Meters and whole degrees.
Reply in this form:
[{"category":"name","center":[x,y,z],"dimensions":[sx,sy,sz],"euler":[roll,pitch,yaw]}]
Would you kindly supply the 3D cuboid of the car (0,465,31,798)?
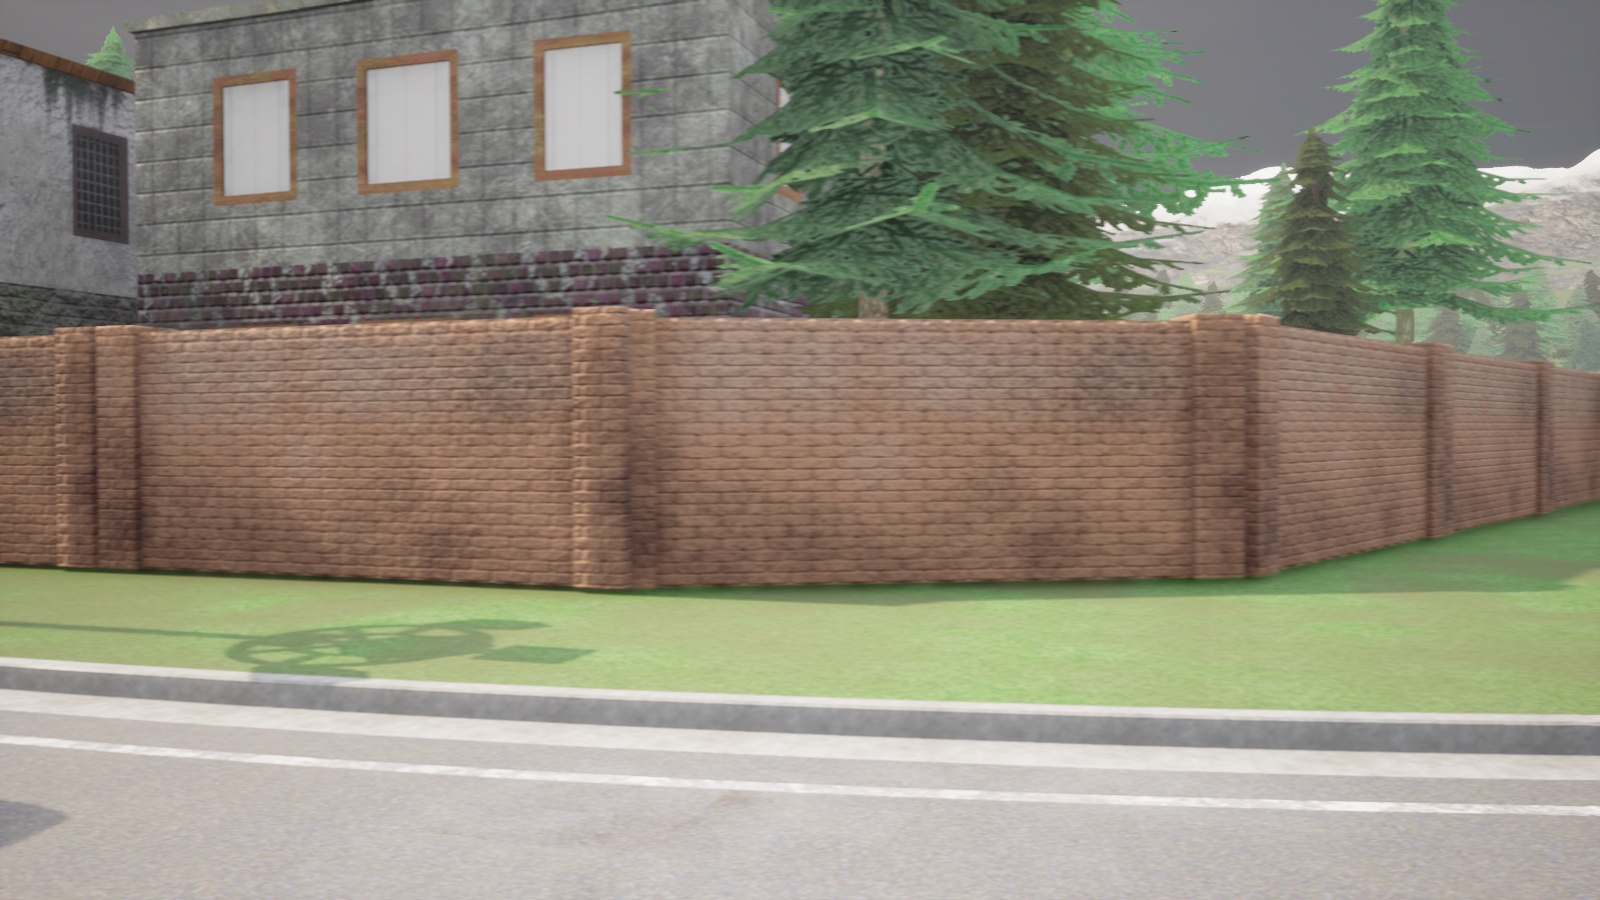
[{"category":"car","center":[-6.218,0.765,5.319],"dimensions":[5.357,1.411,2.033],"euler":[1,1,18]}]
